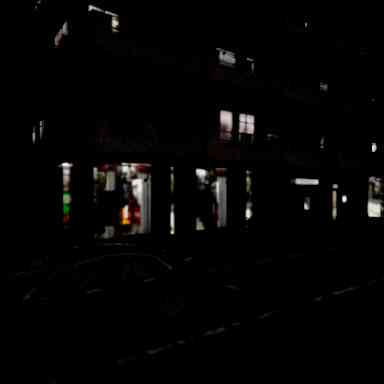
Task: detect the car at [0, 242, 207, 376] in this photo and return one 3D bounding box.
[{"bbox_3d":[-1.786,1.551,5.283,4.403,1.369,2.008,0,0,-36],"label":"car"}]
